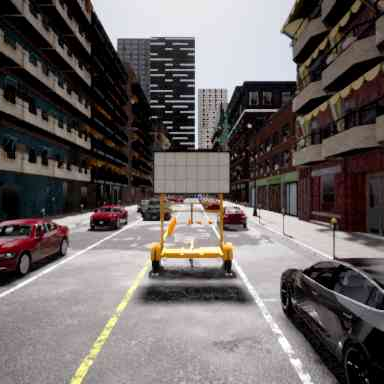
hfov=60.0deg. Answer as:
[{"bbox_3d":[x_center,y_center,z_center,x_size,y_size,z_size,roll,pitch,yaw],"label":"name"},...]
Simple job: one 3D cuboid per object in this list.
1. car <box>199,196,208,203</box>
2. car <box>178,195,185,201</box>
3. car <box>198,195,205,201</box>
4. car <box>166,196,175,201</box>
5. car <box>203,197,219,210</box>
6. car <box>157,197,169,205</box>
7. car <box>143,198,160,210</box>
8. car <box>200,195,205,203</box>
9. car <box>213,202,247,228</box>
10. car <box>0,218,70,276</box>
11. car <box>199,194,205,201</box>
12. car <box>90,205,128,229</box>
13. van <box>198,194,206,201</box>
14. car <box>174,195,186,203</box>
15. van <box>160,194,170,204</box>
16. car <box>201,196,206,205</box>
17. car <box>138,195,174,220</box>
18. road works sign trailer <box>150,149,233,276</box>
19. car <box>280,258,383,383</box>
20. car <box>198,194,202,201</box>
[{"bbox_3d":[2.539,1.656,72.973,1.802,1.307,4.206,0,0,0],"label":"car"},{"bbox_3d":[-2.790,1.645,90.380,1.812,1.442,4.674,0,0,0],"label":"car"},{"bbox_3d":[2.532,1.638,90.213,1.752,1.417,4.829,0,0,0],"label":"car"},{"bbox_3d":[-5.346,1.643,84.340,1.887,1.381,4.507,0,0,0],"label":"car"},{"bbox_3d":[2.555,1.607,38.836,1.802,1.307,4.206,1,0,0],"label":"car"},{"bbox_3d":[-5.336,1.598,61.581,1.887,1.381,4.507,1,0,0],"label":"car"},{"bbox_3d":[-5.328,1.556,44.342,1.752,1.417,4.829,1,0,0],"label":"car"},{"bbox_3d":[2.550,1.582,50.216,1.887,1.381,4.507,1,0,0],"label":"car"},{"bbox_3d":[2.562,1.591,21.767,1.802,1.307,4.206,1,0,0],"label":"car"},{"bbox_3d":[-5.312,1.548,10.373,1.887,1.381,4.507,1,0,0],"label":"car"},{"bbox_3d":[2.547,1.570,56.075,1.752,1.417,4.829,0,0,0],"label":"car"},{"bbox_3d":[-5.317,1.554,21.752,1.887,1.381,4.507,1,0,0],"label":"car"},{"bbox_3d":[2.536,1.440,84.353,1.690,1.788,3.998,0,0,0],"label":"van"},{"bbox_3d":[-2.781,1.544,68.896,1.882,1.535,5.008,0,0,0],"label":"car"},{"bbox_3d":[-5.336,1.404,67.270,1.690,1.788,3.998,1,0,0],"label":"van"},{"bbox_3d":[2.553,1.576,44.527,1.887,1.381,4.507,1,0,0],"label":"car"},{"bbox_3d":[-2.863,1.366,27.658,2.097,1.767,4.553,0,0,0],"label":"car"},{"bbox_3d":[-0.005,0.467,10.377,2.380,3.560,2.880,0,0,0],"label":"road works sign trailer"},{"bbox_3d":[2.570,1.567,4.699,1.947,1.339,4.313,1,0,0],"label":"car"},{"bbox_3d":[2.542,1.588,67.454,1.752,1.417,4.829,0,0,0],"label":"car"}]
